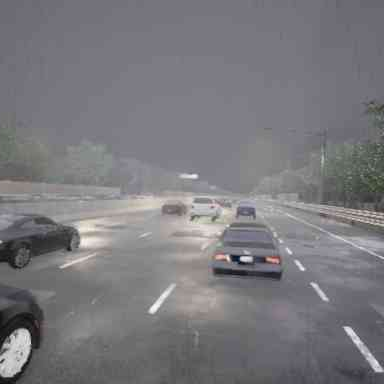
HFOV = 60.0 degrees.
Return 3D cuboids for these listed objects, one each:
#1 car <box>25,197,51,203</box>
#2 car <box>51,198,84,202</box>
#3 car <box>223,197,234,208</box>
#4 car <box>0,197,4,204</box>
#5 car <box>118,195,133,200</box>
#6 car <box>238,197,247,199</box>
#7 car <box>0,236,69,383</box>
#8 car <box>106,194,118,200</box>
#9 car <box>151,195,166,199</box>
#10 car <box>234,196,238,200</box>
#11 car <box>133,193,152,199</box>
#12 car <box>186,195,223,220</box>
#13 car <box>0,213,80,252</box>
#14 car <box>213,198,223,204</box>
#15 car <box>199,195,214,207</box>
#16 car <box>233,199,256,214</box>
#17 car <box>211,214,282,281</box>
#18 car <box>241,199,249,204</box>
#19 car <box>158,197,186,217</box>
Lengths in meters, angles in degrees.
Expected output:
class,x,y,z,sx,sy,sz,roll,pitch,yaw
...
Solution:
class,x,y,z,sx,sy,sz,roll,pitch,yaw
car,-15.598,1.253,34.978,2.033,1.411,5.357,2,0,9
car,-12.169,1.341,34.273,1.994,1.385,4.181,2,0,9
car,5.887,1.867,58.662,2.097,1.767,4.553,2,0,9
car,-22.551,0.921,35.801,1.882,1.535,5.008,2,-1,9
car,-13.416,1.427,71.013,1.812,1.442,4.674,2,0,9
car,9.875,2.145,61.505,1.882,1.535,5.008,2,0,9
car,-3.137,1.416,2.520,1.837,1.490,4.892,2,0,9
car,-16.869,1.269,71.561,1.882,1.535,5.008,2,0,9
car,-6.495,1.480,69.947,2.097,1.767,4.553,2,0,9
car,10.141,2.196,85.555,2.097,1.767,4.553,2,0,9
car,-9.955,1.238,70.437,2.150,2.045,5.566,2,0,9
car,1.234,1.407,29.400,2.150,2.045,5.566,2,0,9
car,-5.358,1.402,10.631,1.812,1.442,4.674,2,0,9
car,6.690,2.271,86.166,2.033,1.411,5.357,2,0,9
car,2.722,1.648,61.018,2.150,2.045,5.566,2,0,9
car,5.610,1.837,34.657,1.882,1.535,5.008,2,0,9
car,1.684,1.653,10.320,2.033,1.411,5.357,2,0,9
car,14.257,2.556,89.222,1.994,1.385,4.181,2,0,9
car,-1.695,1.588,33.285,1.882,1.535,5.008,2,0,9
